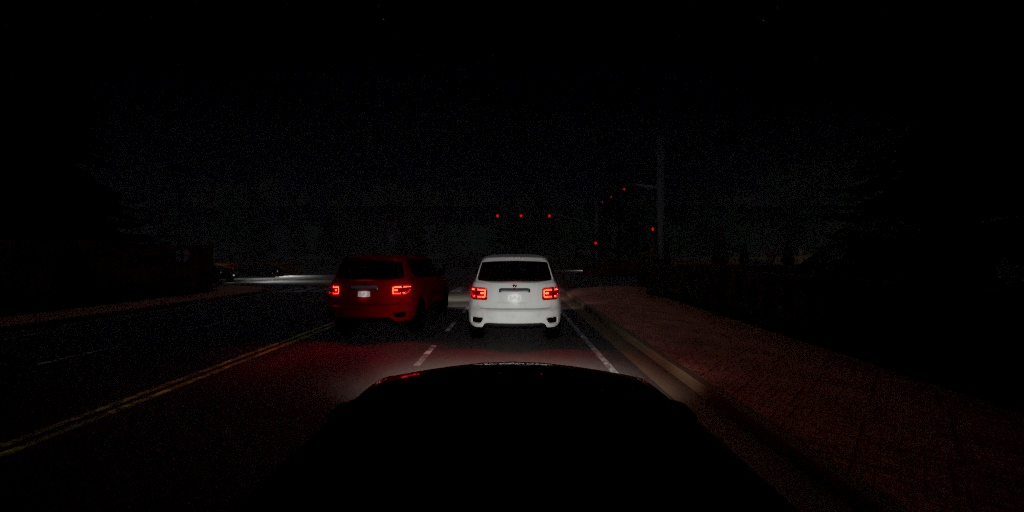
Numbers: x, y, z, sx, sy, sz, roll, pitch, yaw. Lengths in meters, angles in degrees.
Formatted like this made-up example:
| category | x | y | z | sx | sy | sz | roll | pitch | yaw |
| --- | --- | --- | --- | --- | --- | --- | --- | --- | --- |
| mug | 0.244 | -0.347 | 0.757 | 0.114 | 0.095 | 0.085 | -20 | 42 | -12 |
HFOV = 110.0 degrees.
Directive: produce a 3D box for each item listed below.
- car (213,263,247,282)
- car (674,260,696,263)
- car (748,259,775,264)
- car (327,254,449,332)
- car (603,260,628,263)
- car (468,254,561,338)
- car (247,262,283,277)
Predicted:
| category | x | y | z | sx | sy | sz | roll | pitch | yaw |
| --- | --- | --- | --- | --- | --- | --- | --- | --- | --- |
| car | -24.216 | 1.242 | 28.085 | 4.902 | 1.511 | 2.128 | 0 | 0 | 1 |
| car | 23.361 | 1.297 | 48.978 | 5.357 | 1.411 | 2.033 | 0 | 0 | 0 |
| car | 33.207 | 1.221 | 48.938 | 4.892 | 1.490 | 1.837 | -1 | 0 | 0 |
| car | -3.419 | 0.971 | 10.985 | 2.150 | 2.045 | 5.566 | 0 | 0 | 0 |
| car | 13.593 | 1.255 | 49.039 | 4.892 | 1.490 | 1.837 | 0 | 0 | 0 |
| car | 0.081 | 0.971 | 10.303 | 2.150 | 2.045 | 5.566 | 0 | 0 | 1 |
| car | -24.933 | 1.314 | 35.104 | 4.181 | 1.385 | 1.994 | 0 | 0 | 0 |
